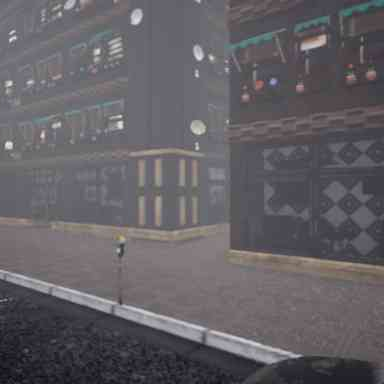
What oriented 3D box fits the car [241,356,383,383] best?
[{"bbox_3d":[2.086,1.553,1.388,4.403,1.369,2.008,0,0,36],"label":"car"}]
